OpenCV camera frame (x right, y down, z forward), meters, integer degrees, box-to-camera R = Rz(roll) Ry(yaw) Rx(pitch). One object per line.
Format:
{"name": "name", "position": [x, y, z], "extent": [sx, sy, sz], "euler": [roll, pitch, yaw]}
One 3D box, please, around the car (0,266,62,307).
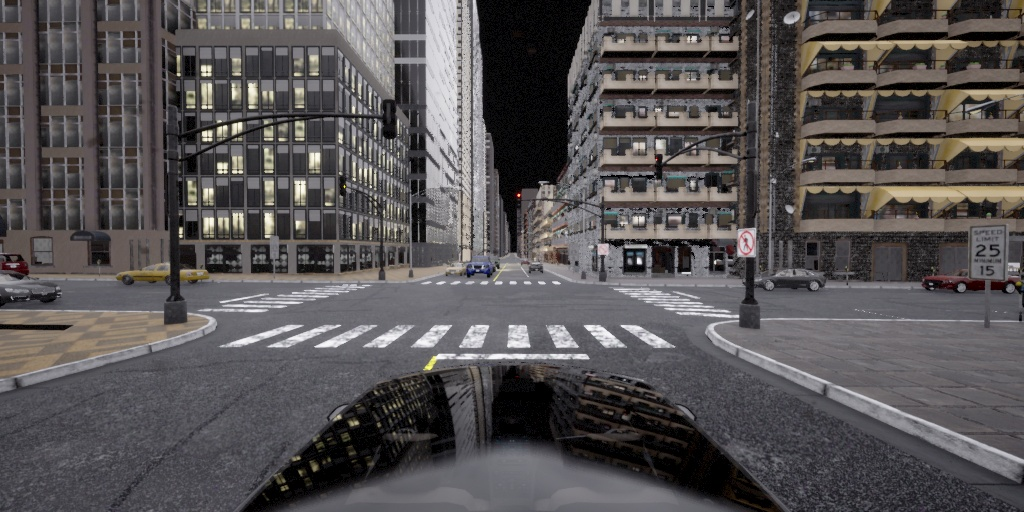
{"name": "car", "position": [-20.265, 1.204, 13.905], "extent": [4.403, 1.370, 2.007], "euler": [0, 0, 1]}

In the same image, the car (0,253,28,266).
{"name": "car", "position": [-33.577, 0.712, 22.468], "extent": [5.009, 1.841, 2.192], "euler": [0, 0, 1]}

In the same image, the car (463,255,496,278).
{"name": "car", "position": [-3.042, 0.962, 34.662], "extent": [2.150, 2.045, 5.566], "euler": [0, 0, 0]}

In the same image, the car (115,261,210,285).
{"name": "car", "position": [-21.631, 1.029, 22.242], "extent": [4.829, 1.417, 1.751], "euler": [0, 0, 1]}

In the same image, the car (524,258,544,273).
{"name": "car", "position": [2.762, 1.289, 42.170], "extent": [2.007, 1.370, 4.403], "euler": [0, 0, 0]}

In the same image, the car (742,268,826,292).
{"name": "car", "position": [16.344, 1.375, 21.674], "extent": [4.403, 1.370, 2.007], "euler": [0, 0, 1]}

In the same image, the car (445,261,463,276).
{"name": "car", "position": [-5.629, 1.265, 36.361], "extent": [1.751, 1.417, 4.829], "euler": [0, 0, 0]}

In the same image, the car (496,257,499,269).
{"name": "car", "position": [-3.017, 1.216, 44.793], "extent": [1.882, 1.535, 5.008], "euler": [0, 0, 0]}

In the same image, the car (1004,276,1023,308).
{"name": "car", "position": [21.736, 1.576, 13.208], "extent": [4.313, 1.339, 1.948], "euler": [0, 0, 1]}

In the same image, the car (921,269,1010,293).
{"name": "car", "position": [27.409, 1.461, 21.499], "extent": [4.507, 1.381, 1.888], "euler": [0, 0, 1]}

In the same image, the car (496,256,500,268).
{"name": "car", "position": [-2.994, 0.957, 55.349], "extent": [2.150, 2.045, 5.566], "euler": [0, 0, 0]}
